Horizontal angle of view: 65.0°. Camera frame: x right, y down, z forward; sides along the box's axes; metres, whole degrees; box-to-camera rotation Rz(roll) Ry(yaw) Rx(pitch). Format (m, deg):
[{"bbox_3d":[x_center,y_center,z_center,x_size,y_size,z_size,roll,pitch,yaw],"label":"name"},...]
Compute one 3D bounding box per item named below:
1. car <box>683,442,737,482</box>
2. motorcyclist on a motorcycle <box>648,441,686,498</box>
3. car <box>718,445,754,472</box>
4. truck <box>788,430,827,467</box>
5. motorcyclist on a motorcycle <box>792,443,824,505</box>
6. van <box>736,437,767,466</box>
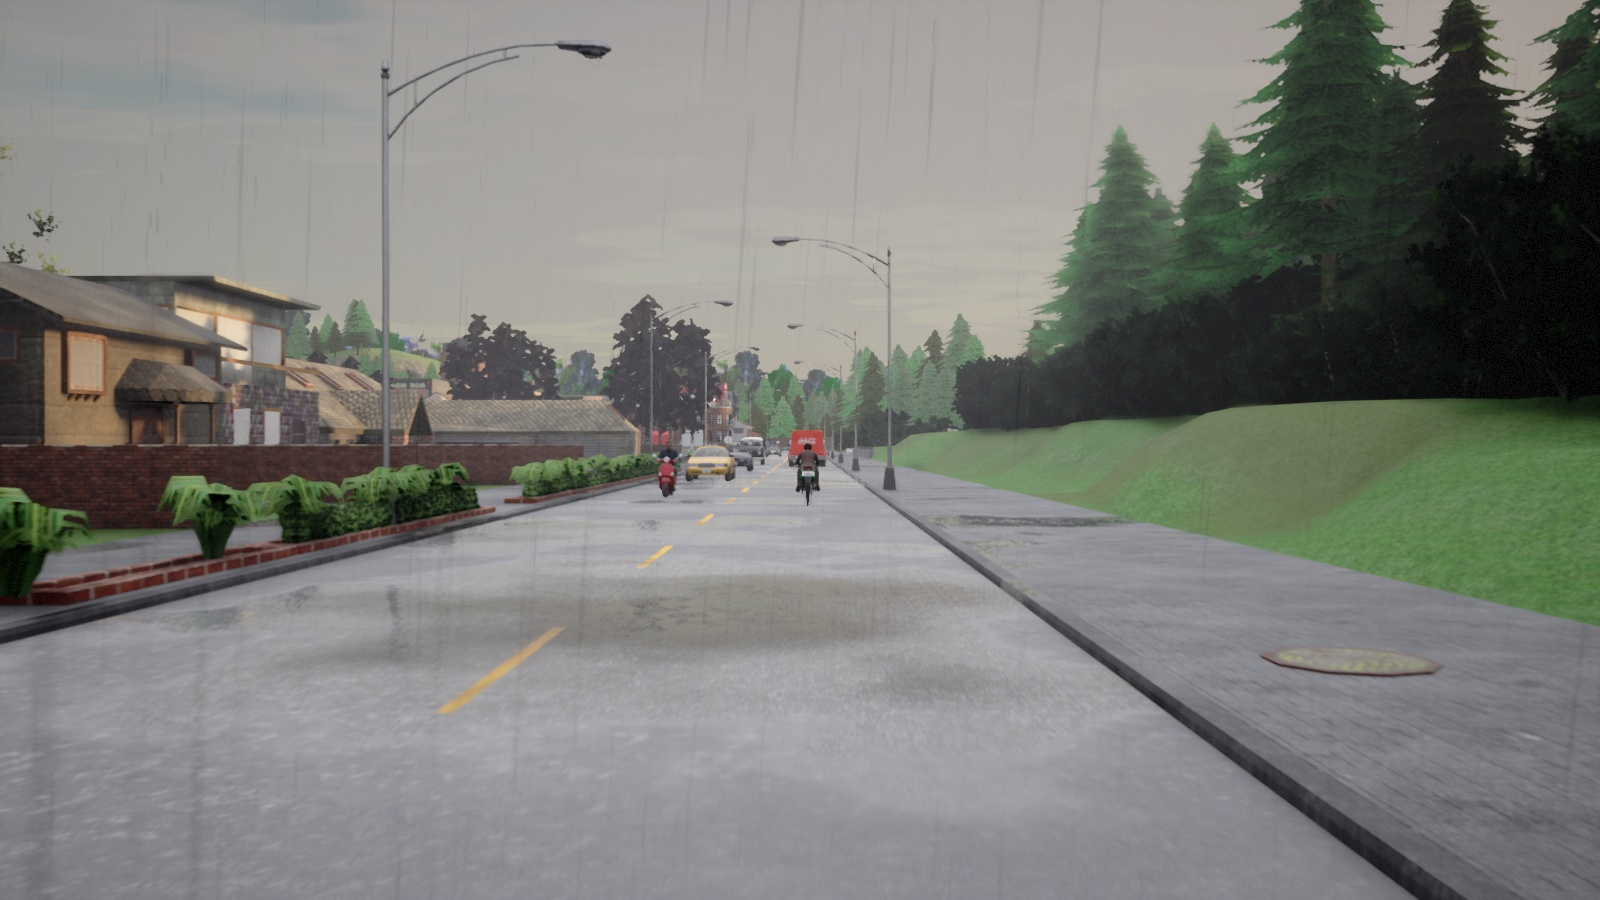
[{"bbox_3d":[-3.680,0.461,52.211,1.801,1.575,5.366,0,0,0],"label":"car"},{"bbox_3d":[-3.776,0.545,35.801,0.866,1.590,1.817,0,0,0],"label":"motorcyclist on a motorcycle"},{"bbox_3d":[-3.576,0.455,71.133,1.816,1.474,4.193,0,0,0],"label":"car"},{"bbox_3d":[0.501,-0.108,86.680,2.627,2.467,5.204,0,0,0],"label":"truck"},{"bbox_3d":[0.201,0.594,31.838,0.797,1.523,2.044,0,0,0],"label":"motorcyclist on a motorcycle"},{"bbox_3d":[-3.477,0.080,91.268,2.069,2.038,4.480,0,0,0],"label":"van"}]
